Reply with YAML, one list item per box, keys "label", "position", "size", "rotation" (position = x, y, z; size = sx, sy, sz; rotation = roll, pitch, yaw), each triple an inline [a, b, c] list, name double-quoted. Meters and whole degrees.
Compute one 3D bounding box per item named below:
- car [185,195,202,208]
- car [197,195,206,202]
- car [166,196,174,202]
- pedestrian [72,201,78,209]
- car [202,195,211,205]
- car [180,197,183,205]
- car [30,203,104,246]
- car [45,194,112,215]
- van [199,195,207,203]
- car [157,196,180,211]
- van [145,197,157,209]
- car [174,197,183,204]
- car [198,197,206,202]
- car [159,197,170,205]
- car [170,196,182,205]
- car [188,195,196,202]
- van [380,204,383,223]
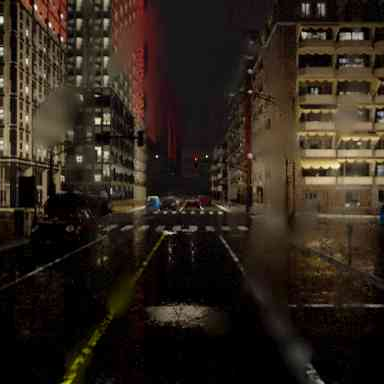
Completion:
- label: "car"
  position: [0.064, 1.585, 51.730]
  size: [2.097, 1.767, 4.553]
  rotation: [0, 0, 0]
- label: "car"
  position: [2.658, 1.750, 92.142]
  size: [2.192, 1.841, 5.009]
  rotation: [0, 0, 0]
- label: "car"
  position: [-5.720, 1.847, 86.587]
  size: [1.967, 1.590, 4.097]
  rotation: [0, 0, 0]
- label: "pedestrian"
  position: [-7.008, 1.380, 19.991]
  size: [0.375, 1.860, 0.375]
  rotation: [0, 0, 0]
- label: "car"
  position: [2.668, 1.610, 64.388]
  size: [2.192, 1.841, 5.009]
  rotation: [0, 0, 0]
- label: "car"
  position: [-3.104, 1.600, 54.776]
  size: [2.097, 1.767, 4.553]
  rotation: [0, 0, 0]
- label: "car"
  position: [-5.696, 1.506, 15.257]
  size: [1.967, 1.590, 4.097]
  rotation: [0, 0, 0]
- label: "car"
  position: [-9.898, 1.190, 29.194]
  size: [5.566, 2.045, 2.150]
  rotation: [1, 0, -8]
- label: "van"
  position: [2.662, 1.719, 81.040]
  size: [1.690, 1.788, 3.998]
  rotation: [0, 0, 0]
- label: "car"
  position: [-3.144, 1.553, 45.001]
  size: [2.097, 1.767, 4.553]
  rotation: [0, 0, 1]
- label: "van"
  position: [-5.707, 1.555, 47.731]
  size: [1.690, 1.788, 3.998]
  rotation: [0, 0, 0]
- label: "car"
  position: [-3.025, 1.825, 74.959]
  size: [1.882, 1.535, 5.008]
  rotation: [0, 0, 0]
- label: "car"
  position: [2.661, 1.957, 86.590]
  size: [2.008, 1.369, 4.403]
  rotation: [0, 0, 0]
- label: "car"
  position: [-5.714, 1.847, 69.764]
  size: [1.752, 1.417, 4.829]
  rotation: [0, 0, 0]
- label: "car"
  position: [-3.063, 1.649, 64.871]
  size: [2.097, 1.767, 4.553]
  rotation: [0, 0, 1]
- label: "car"
  position: [-0.027, 1.760, 86.327]
  size: [2.097, 1.767, 4.553]
  rotation: [0, 0, 0]
- label: "van"
  position: [16.922, 1.816, 25.996]
  size: [3.998, 1.788, 1.690]
  rotation: [1, -1, 0]
